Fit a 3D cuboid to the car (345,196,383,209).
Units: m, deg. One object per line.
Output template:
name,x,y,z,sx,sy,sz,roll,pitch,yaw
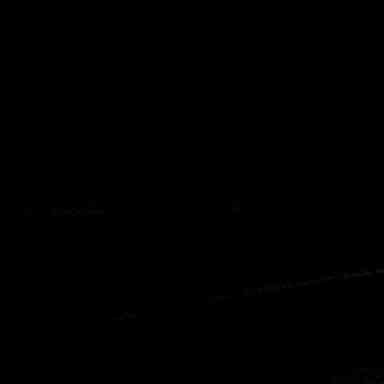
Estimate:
car,19.365,1.170,36.102,4.892,1.490,1.837,0,0,33
